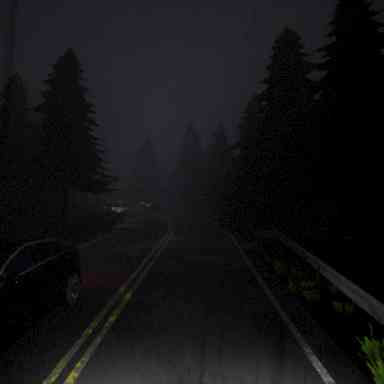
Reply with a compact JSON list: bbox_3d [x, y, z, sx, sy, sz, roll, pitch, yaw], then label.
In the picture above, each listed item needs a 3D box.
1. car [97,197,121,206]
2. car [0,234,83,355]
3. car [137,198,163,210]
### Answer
[{"bbox_3d":[-11.862,0.989,47.282,2.150,2.045,5.566,3,-1,-32],"label":"car"},{"bbox_3d":[-3.235,1.491,5.128,2.128,1.511,4.902,0,0,1],"label":"car"},{"bbox_3d":[-5.458,1.534,42.871,2.033,1.411,5.357,2,-1,-26],"label":"car"}]
